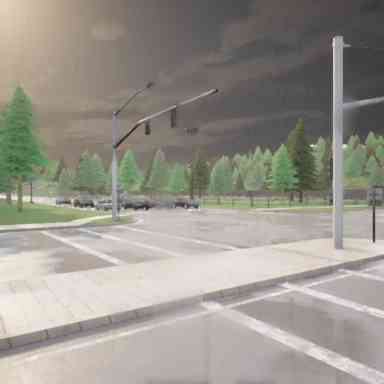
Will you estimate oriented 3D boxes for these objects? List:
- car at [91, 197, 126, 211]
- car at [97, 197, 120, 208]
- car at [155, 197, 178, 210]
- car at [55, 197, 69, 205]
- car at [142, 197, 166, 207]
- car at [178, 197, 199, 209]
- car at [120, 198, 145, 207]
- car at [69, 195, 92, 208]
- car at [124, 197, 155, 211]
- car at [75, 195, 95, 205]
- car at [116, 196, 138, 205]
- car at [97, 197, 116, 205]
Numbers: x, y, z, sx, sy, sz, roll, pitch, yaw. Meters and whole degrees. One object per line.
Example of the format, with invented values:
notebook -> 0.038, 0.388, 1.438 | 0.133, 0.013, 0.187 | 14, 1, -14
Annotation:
car -> -10.203, 1.597, 40.296 | 1.895, 1.301, 4.718 | 0, 0, -35
car -> -12.520, 1.521, 49.702 | 1.812, 1.442, 4.674 | 0, 0, -35
car -> -4.171, 1.559, 43.887 | 1.994, 1.385, 4.181 | 0, 0, -35
car -> -22.119, 1.560, 57.342 | 1.994, 1.385, 4.181 | 0, 0, -35
car -> -6.048, 1.558, 52.676 | 1.994, 1.385, 4.181 | 0, 0, -35
car -> -0.958, 1.499, 45.402 | 1.837, 1.490, 4.892 | 0, 0, -35
car -> -9.193, 1.596, 51.051 | 1.895, 1.301, 4.718 | 0, 0, -35
car -> -15.744, 1.544, 48.199 | 2.033, 1.411, 5.357 | 0, 0, -35
car -> -7.159, 1.543, 42.050 | 2.033, 1.411, 5.357 | 0, 0, -35
car -> -18.959, 1.348, 58.930 | 2.097, 1.767, 4.553 | 0, 0, -35
car -> -12.047, 1.542, 61.273 | 2.033, 1.411, 5.357 | 0, 0, -34
car -> -15.535, 1.559, 60.149 | 1.994, 1.385, 4.181 | 0, 0, -35
